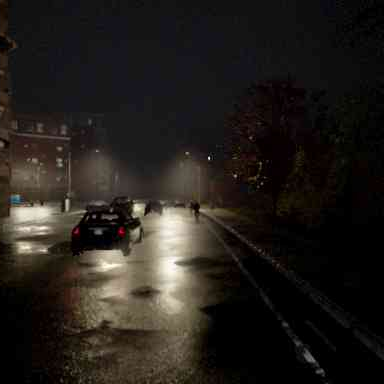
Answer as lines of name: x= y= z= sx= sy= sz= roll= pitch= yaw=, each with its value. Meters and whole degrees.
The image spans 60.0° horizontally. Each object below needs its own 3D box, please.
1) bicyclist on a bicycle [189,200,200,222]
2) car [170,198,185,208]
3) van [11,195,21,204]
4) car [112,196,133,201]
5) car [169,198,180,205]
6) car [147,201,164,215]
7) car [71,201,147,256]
bicyclist on a bicycle: x=0.364 y=1.547 z=26.341 sx=0.659 sy=1.776 sz=1.843 roll=0 pitch=0 yaw=-2
car: x=-2.138 y=1.854 z=55.010 sx=2.128 sy=1.511 sz=4.902 roll=0 pitch=0 yaw=-4
van: x=-33.826 y=1.342 z=61.514 sx=3.998 sy=1.788 sz=1.690 roll=1 pitch=-2 yaw=-34
car: x=-7.570 y=1.473 z=35.959 sx=2.150 sy=2.045 sz=5.566 roll=0 pitch=-1 yaw=-3
car: x=-3.897 y=2.016 z=73.089 sx=2.033 sy=1.411 sz=5.357 roll=0 pitch=0 yaw=-6
car: x=-4.158 y=1.754 z=36.531 sx=1.837 sy=1.490 sz=4.892 roll=0 pitch=0 yaw=-3
car: x=-3.319 y=1.449 z=13.781 sx=2.097 sy=1.767 sz=4.553 roll=0 pitch=0 yaw=-1
